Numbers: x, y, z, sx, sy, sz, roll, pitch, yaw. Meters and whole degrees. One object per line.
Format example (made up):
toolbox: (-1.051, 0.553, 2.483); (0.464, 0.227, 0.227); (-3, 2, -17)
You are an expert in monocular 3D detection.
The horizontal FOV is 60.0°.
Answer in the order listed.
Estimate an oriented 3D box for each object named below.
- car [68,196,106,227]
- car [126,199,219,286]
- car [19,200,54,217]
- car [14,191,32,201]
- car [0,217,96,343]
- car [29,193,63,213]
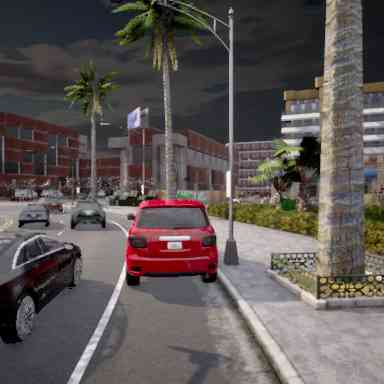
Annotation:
car: (-7.072, 1.356, 22.445); (2.097, 1.767, 4.553); (0, 0, -19)
car: (-0.707, 1.222, 9.684); (2.150, 2.045, 5.566); (0, 0, -7)
car: (-10.882, 1.550, 23.054); (2.033, 1.411, 5.357); (0, 0, -23)
car: (-36.815, 1.261, 70.812); (4.553, 1.767, 2.185); (0, 0, 22)
car: (-3.505, 1.493, 6.347); (2.128, 1.511, 4.902); (0, 0, -4)
car: (-16.116, 1.357, 36.982); (2.097, 1.767, 4.553); (0, 0, -41)
